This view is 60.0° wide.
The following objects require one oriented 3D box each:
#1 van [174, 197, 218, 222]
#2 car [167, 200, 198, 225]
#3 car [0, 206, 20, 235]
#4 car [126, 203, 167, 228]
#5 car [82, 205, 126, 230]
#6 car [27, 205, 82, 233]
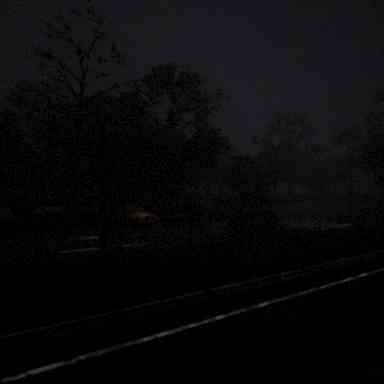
[{"bbox_3d":[0.294,1.376,26.806,1.878,1.987,4.442,0,0,-36],"label":"van"},{"bbox_3d":[-2.049,1.620,25.311,2.163,1.488,4.792,0,0,-36],"label":"car"},{"bbox_3d":[-11.066,1.546,18.836,2.097,1.535,5.008,0,0,-36],"label":"car"},{"bbox_3d":[-4.182,1.576,23.521,1.946,1.575,5.366,0,0,-36],"label":"car"},{"bbox_3d":[-6.565,1.597,22.082,2.163,1.488,4.792,0,0,-36],"label":"car"},{"bbox_3d":[-8.801,1.558,20.440,2.231,1.521,4.892,0,0,-36],"label":"car"}]
